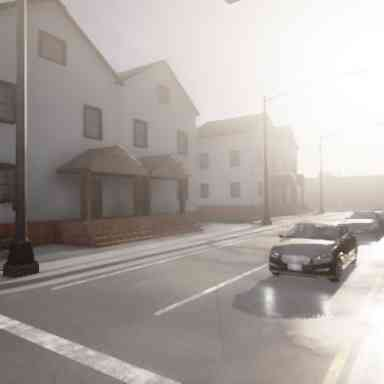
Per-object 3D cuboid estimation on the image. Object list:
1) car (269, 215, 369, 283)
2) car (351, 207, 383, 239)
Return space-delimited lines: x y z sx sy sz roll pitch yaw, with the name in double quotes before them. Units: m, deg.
"car" 4.015 1.694 10.582 2.128 1.511 4.902 -2 -2 34
"car" 10.180 1.853 19.596 1.812 1.442 4.674 -2 -2 35
